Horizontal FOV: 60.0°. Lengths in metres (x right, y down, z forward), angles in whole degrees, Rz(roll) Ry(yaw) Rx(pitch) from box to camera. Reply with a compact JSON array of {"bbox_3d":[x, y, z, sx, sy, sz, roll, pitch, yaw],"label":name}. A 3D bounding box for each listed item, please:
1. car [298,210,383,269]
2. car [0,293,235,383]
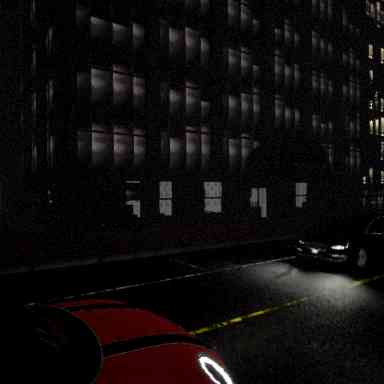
[{"bbox_3d":[5.606,1.503,11.243,4.892,1.490,1.837,0,0,-35],"label":"car"},{"bbox_3d":[-1.797,1.352,2.029,4.553,1.767,2.097,0,0,-35],"label":"car"}]
